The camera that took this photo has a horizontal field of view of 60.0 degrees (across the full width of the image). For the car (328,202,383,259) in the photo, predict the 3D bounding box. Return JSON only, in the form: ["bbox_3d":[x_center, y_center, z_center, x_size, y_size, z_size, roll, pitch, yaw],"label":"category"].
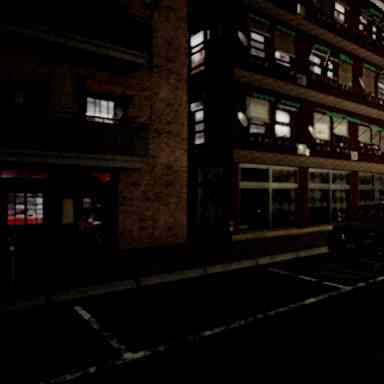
[{"bbox_3d":[6.803,1.294,11.422,5.009,1.841,2.192,0,0,-36],"label":"car"}]
